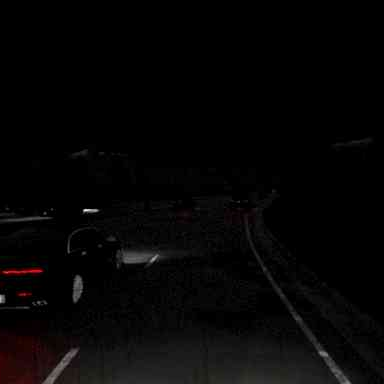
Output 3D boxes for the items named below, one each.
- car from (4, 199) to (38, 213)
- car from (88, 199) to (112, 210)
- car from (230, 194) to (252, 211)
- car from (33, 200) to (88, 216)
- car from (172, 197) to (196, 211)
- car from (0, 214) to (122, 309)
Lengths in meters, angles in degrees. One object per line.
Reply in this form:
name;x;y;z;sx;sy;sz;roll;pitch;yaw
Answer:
car;-18.287;1.498;36.637;2.128;1.511;4.902;0;0;18
car;-12.401;1.571;44.151;1.994;1.385;4.181;0;0;15
car;6.017;1.227;40.635;2.150;2.045;5.566;0;0;15
car;-12.473;1.606;31.867;1.895;1.301;4.718;0;0;18
car;-0.894;1.359;41.749;2.097;1.767;4.553;0;0;14
car;-3.053;1.506;7.884;1.837;1.490;4.892;0;0;3
